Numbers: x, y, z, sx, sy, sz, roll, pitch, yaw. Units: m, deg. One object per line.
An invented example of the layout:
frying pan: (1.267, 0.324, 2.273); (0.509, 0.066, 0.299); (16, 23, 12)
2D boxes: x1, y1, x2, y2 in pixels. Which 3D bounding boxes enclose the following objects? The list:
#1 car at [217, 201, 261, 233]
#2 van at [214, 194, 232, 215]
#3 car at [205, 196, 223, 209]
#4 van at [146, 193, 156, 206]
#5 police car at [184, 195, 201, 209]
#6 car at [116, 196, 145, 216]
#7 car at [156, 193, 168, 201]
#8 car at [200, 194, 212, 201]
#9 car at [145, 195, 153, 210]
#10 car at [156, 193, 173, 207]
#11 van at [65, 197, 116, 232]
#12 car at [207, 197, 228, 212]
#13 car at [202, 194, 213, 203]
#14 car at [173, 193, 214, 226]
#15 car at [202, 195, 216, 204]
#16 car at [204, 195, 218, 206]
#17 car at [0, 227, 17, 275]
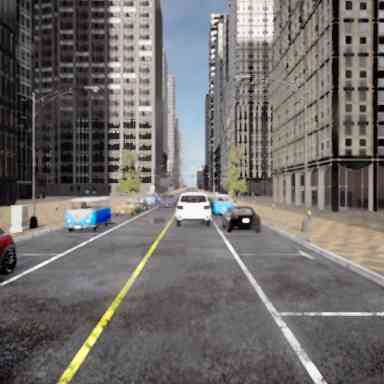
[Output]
car: (2.685, 1.435, 18.626); (1.947, 1.339, 4.313); (0, 0, 0)
van: (2.683, 1.124, 29.961); (1.690, 1.788, 3.998); (0, 0, 0)
car: (2.679, 1.260, 41.299); (1.947, 1.339, 4.313); (0, 0, 0)
van: (-5.703, 0.989, 46.963); (1.690, 1.788, 3.998); (0, 0, 0)
police car: (0.087, 1.196, 41.457); (2.038, 1.542, 4.974); (0, 0, 0)
car: (-5.698, 1.309, 29.790); (1.752, 1.417, 4.829); (0, 0, 0)
car: (-5.708, 0.943, 63.969); (1.967, 1.590, 4.097); (0, 0, 0)
car: (2.672, 1.054, 63.974); (2.008, 1.369, 4.403); (0, 1, 0)
car: (-5.700, 1.289, 35.627); (2.008, 1.369, 4.403); (0, 0, 0)
car: (-3.102, 1.031, 43.001); (2.097, 1.767, 4.553); (0, 1, 0)
van: (-5.695, 1.210, 18.621); (1.690, 1.788, 3.998); (0, 0, 0)
car: (2.681, 1.305, 35.631); (1.947, 1.339, 4.313); (0, 0, 0)
car: (2.674, 1.077, 58.476); (1.752, 1.417, 4.829); (0, 0, 0)
car: (0.093, 1.063, 22.277); (2.150, 2.045, 5.566); (0, 1, 0)
car: (2.676, 1.152, 52.635); (2.008, 1.369, 4.403); (0, 0, 0)
car: (2.677, 1.172, 47.138); (1.752, 1.417, 4.829); (0, 0, 0)
car: (-5.692, 1.389, 7.284); (1.967, 1.590, 4.097); (0, 0, 0)
